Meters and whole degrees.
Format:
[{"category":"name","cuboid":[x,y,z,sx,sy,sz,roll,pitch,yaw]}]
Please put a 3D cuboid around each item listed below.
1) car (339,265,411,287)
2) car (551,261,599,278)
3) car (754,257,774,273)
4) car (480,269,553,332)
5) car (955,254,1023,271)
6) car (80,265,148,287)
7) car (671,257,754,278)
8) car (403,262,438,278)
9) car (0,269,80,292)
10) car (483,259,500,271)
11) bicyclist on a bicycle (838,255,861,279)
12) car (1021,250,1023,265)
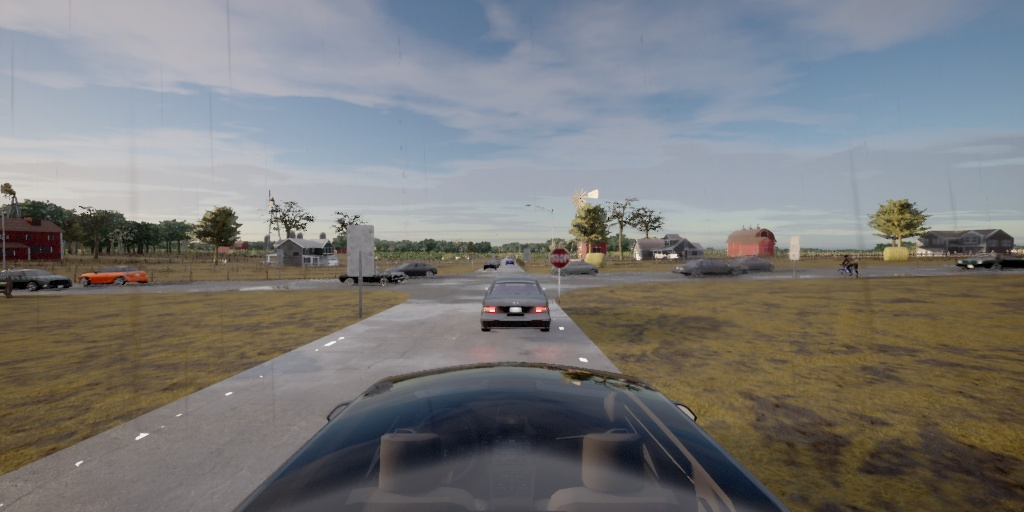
[{"category":"car","cuboid":[-10.513,1.579,27.180,4.718,1.301,1.895,-1,1,15]},{"category":"car","cuboid":[5.520,1.127,31.873,4.181,1.385,1.994,-2,1,-1]},{"category":"car","cuboid":[20.783,0.767,31.902,4.181,1.385,1.994,-1,1,0]},{"category":"car","cuboid":[0.100,1.295,10.835,2.033,1.411,5.357,0,0,0]},{"category":"car","cuboid":[38.339,0.471,28.247,4.718,1.301,1.895,-1,1,0]},{"category":"car","cuboid":[-35.292,1.723,31.765,4.553,1.767,2.097,-1,1,0]},{"category":"car","cuboid":[15.492,0.944,28.191,5.357,1.411,2.033,-1,1,0]},{"category":"car","cuboid":[-9.334,1.333,33.311,4.892,1.490,1.837,-2,4,-34]},{"category":"car","cuboid":[-37.609,1.825,28.066,4.553,1.767,2.097,-1,1,0]},{"category":"car","cuboid":[-3.056,1.366,50.776,1.895,1.301,4.718,0,0,-1]},{"category":"bicyclist on a bicycle","cuboid":[22.825,0.745,24.314,0.582,1.620,1.656,-1,0,0]},{"category":"car","cuboid":[49.478,0.110,31.900,5.357,1.411,2.033,-1,1,0]}]
